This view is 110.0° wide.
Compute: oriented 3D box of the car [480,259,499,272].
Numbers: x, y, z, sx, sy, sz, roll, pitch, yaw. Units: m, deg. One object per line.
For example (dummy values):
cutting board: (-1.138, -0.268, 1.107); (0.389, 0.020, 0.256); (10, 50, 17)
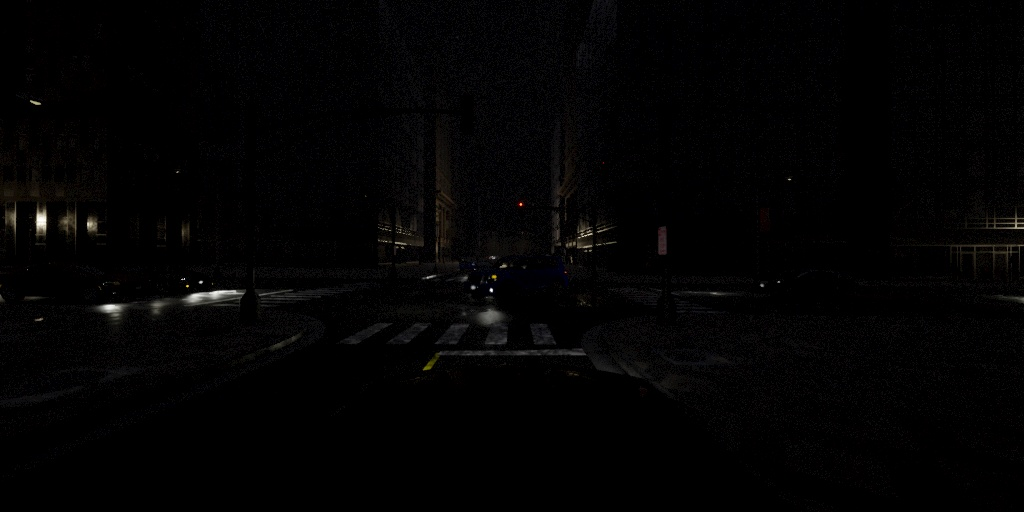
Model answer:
car: (-2.875, 1.207, 46.321); (2.128, 1.511, 4.902); (0, 0, 0)

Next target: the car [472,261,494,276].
car: (-2.930, 1.252, 37.204); (1.812, 1.442, 4.674); (0, 0, 0)

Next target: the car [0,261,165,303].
car: (-17.610, 0.994, 14.538); (5.008, 1.535, 1.882); (1, 0, 0)

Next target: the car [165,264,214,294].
car: (-17.419, 1.094, 17.786); (4.181, 1.385, 1.994); (1, 0, 0)

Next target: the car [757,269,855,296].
car: (17.149, 1.493, 21.045); (4.902, 1.511, 2.128); (1, 0, 0)

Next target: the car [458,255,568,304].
car: (0.335, 0.968, 16.967); (5.566, 2.045, 2.150); (0, -1, -44)

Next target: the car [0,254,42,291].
car: (-27.029, 0.760, 17.843); (4.553, 1.767, 2.097); (1, 0, 0)

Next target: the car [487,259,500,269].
car: (-2.796, 1.225, 56.221); (1.812, 1.442, 4.674); (0, 0, 0)
